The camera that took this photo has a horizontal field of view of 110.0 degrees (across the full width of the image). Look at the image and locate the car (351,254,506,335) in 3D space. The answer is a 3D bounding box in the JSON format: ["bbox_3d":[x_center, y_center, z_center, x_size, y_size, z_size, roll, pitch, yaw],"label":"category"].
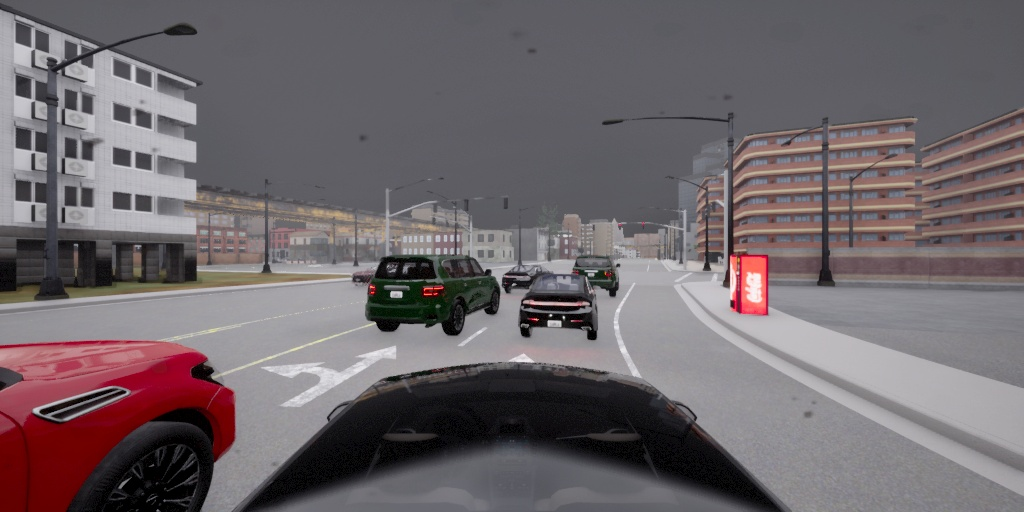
[{"bbox_3d":[-1.999,0.971,10.775,2.150,2.045,5.566,0,0,14],"label":"car"}]

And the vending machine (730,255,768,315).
[{"bbox_3d":[7.810,0.945,11.819,1.100,2.100,0.880,0,0,20],"label":"vending machine"}]

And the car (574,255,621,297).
[{"bbox_3d":[4.552,0.971,19.308,2.150,2.045,5.566,0,0,19],"label":"car"}]

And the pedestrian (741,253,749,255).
[{"bbox_3d":[8.042,0.795,12.438,0.375,1.860,0.375,0,0,21],"label":"pedestrian"}]

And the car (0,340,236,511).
[{"bbox_3d":[-3.264,0.971,0.504,2.150,2.045,5.566,0,0,-2],"label":"car"}]

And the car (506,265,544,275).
[{"bbox_3d":[1.103,1.242,20.141,2.128,1.511,4.902,0,0,24],"label":"car"}]

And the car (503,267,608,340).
[{"bbox_3d":[1.435,1.242,10.065,2.128,1.511,4.902,0,0,12],"label":"car"}]

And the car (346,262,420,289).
[{"bbox_3d":[-8.626,1.227,24.540,1.882,1.535,5.008,0,0,22],"label":"car"}]
